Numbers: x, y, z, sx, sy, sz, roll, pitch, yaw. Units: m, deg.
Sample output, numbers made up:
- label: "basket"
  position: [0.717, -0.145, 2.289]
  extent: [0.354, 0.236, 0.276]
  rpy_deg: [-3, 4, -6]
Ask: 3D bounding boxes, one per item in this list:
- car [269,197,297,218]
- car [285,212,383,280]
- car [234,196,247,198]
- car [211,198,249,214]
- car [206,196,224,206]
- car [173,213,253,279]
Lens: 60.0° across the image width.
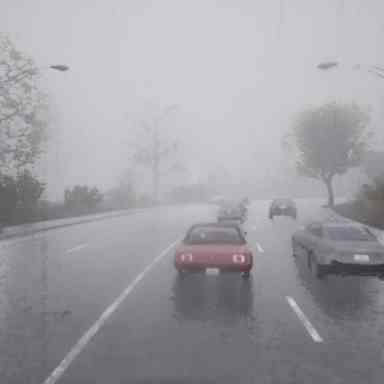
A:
- label: "car"
  position: [7.642, 1.235, 28.026]
  extent: [2.097, 1.767, 4.553]
  rpy_deg: [0, 0, 15]
- label: "car"
  position: [4.238, 1.524, 9.904]
  extent: [1.994, 1.385, 4.181]
  rpy_deg: [0, 0, 6]
- label: "car"
  position: [6.697, 1.272, 46.648]
  extent: [2.128, 1.511, 4.902]
  rpy_deg: [0, 0, 24]
- label: "car"
  position: [3.021, 1.435, 24.188]
  extent: [2.033, 1.411, 5.357]
  rpy_deg: [0, 0, 13]
- label: "car"
  position: [3.603, 1.283, 48.303]
  extent: [1.812, 1.442, 4.674]
  rpy_deg: [0, 0, 24]
- label: "car"
  position: [0.707, 1.553, 9.948]
  extent: [1.895, 1.301, 4.718]
  rpy_deg: [0, 0, 6]
